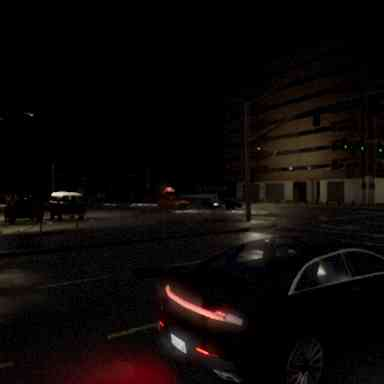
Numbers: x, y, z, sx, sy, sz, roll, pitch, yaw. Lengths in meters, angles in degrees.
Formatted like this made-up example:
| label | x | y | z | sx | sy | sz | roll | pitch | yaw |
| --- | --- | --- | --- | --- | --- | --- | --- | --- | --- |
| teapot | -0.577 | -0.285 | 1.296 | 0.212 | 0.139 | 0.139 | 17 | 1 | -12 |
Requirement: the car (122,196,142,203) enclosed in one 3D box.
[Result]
| label | x | y | z | sx | sy | sz | roll | pitch | yaw |
| --- | --- | --- | --- | --- | --- | --- | --- | --- | --- |
| car | -10.393 | 1.346 | 57.636 | 1.895 | 1.301 | 4.718 | -1 | 0 | -34 |

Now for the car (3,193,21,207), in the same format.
| label | x | y | z | sx | sy | sz | roll | pitch | yaw |
| --- | --- | --- | --- | --- | --- | --- | --- | --- | --- |
| car | -30.996 | 1.135 | 56.825 | 1.932 | 1.855 | 4.605 | -1 | 1 | -34 |

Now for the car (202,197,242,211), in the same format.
| label | x | y | z | sx | sy | sz | roll | pitch | yaw |
| --- | --- | --- | --- | --- | --- | --- | --- | --- | --- |
| car | 3.218 | 1.290 | 37.454 | 2.033 | 1.411 | 5.357 | -1 | 1 | -34 |

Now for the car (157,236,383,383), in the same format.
| label | x | y | z | sx | sy | sz | roll | pitch | yaw |
| --- | --- | --- | --- | --- | --- | --- | --- | --- | --- |
| car | 1.862 | 1.435 | 5.051 | 4.902 | 1.511 | 2.128 | -1 | 1 | -34 |

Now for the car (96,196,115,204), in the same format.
| label | x | y | z | sx | sy | sz | roll | pitch | yaw |
| --- | --- | --- | --- | --- | --- | --- | --- | --- | --- |
| car | -15.414 | 1.339 | 58.870 | 2.033 | 1.411 | 5.357 | -1 | 0 | -34 |

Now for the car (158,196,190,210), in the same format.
| label | x | y | z | sx | sy | sz | roll | pitch | yaw |
| --- | --- | --- | --- | --- | --- | --- | --- | --- | --- |
| car | -2.145 | 1.268 | 39.130 | 1.882 | 1.535 | 5.008 | -1 | 1 | -34 |
